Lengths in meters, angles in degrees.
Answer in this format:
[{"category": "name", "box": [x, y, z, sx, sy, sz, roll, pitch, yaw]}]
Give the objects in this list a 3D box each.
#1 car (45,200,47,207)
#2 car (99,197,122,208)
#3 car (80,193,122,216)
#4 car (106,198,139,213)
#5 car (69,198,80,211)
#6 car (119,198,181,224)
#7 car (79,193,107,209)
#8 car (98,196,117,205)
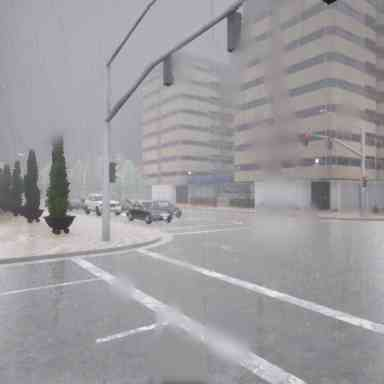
[{"category": "car", "box": [-20.475, 1.474, 49.455, 1.882, 1.535, 5.008, 0, 0, -34]}, {"category": "car", "box": [-12.376, 1.559, 50.348, 1.994, 1.385, 4.181, 0, 0, -35]}, {"category": "car", "box": [-8.894, 1.219, 32.798, 2.150, 2.045, 5.566, 0, 0, -35]}, {"category": "car", "box": [-7.859, 1.501, 37.431, 1.837, 1.490, 4.892, 0, 0, -35]}, {"category": "car", "box": [-14.506, 1.523, 40.826, 1.812, 1.442, 4.674, 0, 0, -35]}, {"category": "car", "box": [-3.241, 1.488, 24.710, 2.128, 1.511, 4.902, 0, 0, -35]}, {"category": "car", "box": [-13.759, 1.217, 45.914, 2.150, 2.045, 5.566, 0, 0, -34]}, {"category": "car", "box": [-15.465, 1.520, 60.874, 1.812, 1.442, 4.674, 0, 0, -35]}]
